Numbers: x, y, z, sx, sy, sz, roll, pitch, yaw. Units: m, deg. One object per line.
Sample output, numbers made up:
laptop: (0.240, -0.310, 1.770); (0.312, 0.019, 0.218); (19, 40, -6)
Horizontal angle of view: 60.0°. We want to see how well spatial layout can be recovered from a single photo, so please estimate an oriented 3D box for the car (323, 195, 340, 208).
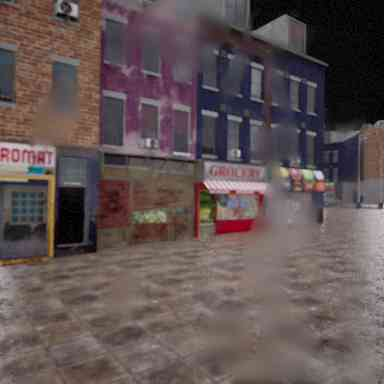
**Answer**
car: (16.049, 1.185, 41.708); (2.128, 1.511, 4.902); (1, -1, -35)
